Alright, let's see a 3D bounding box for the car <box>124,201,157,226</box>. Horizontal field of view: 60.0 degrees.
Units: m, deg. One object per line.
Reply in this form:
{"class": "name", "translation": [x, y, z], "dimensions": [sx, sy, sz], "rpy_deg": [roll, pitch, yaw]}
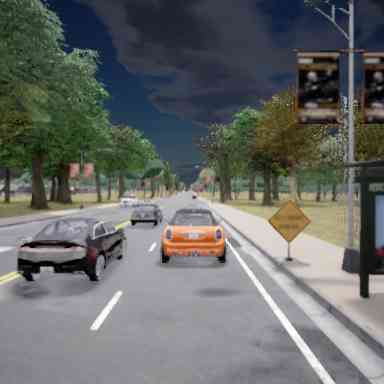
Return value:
{"class": "car", "translation": [-3.209, 1.626, 24.287], "dimensions": [2.033, 1.411, 5.357], "rpy_deg": [0, 0, 0]}

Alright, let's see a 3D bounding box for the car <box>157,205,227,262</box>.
{"class": "car", "translation": [0.067, 1.389, 12.440], "dimensions": [2.097, 1.767, 4.553], "rpy_deg": [0, 0, 0]}

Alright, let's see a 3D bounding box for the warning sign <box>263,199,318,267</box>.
{"class": "warning sign", "translation": [2.855, 1.144, 9.793], "dimensions": [1.300, 1.860, 1.060], "rpy_deg": [0, 0, 0]}

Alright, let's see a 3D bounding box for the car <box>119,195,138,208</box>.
{"class": "car", "translation": [-9.828, 1.416, 52.021], "dimensions": [2.150, 2.045, 5.566], "rpy_deg": [0, 0, 0]}

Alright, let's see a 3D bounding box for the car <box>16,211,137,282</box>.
{"class": "car", "translation": [-3.200, 1.521, 9.799], "dimensions": [2.128, 1.511, 4.902], "rpy_deg": [0, 0, 0]}

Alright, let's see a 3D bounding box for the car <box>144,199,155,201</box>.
{"class": "car", "translation": [-6.585, 1.788, 50.817], "dimensions": [1.895, 1.301, 4.718], "rpy_deg": [0, 0, 0]}

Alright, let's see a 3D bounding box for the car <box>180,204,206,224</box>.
{"class": "car", "translation": [0.058, 1.687, 26.557], "dimensions": [1.895, 1.301, 4.718], "rpy_deg": [0, 0, 0]}
